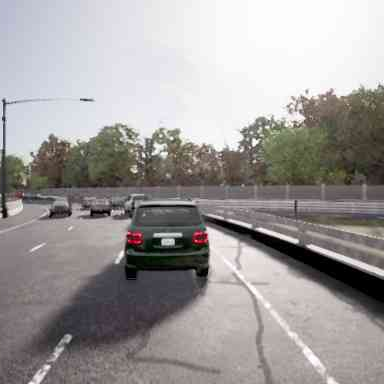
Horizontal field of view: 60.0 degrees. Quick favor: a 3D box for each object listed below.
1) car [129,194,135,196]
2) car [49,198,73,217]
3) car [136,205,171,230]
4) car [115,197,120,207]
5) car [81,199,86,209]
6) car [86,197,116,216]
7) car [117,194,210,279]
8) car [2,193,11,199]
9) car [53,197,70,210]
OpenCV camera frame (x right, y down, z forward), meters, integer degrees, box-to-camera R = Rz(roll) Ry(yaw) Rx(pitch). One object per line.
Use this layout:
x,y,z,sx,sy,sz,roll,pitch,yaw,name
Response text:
-5.333,1.216,32.618,2.150,2.045,5.566,0,0,-17,car
-12.231,1.523,31.188,1.812,1.442,4.674,0,0,-17,car
-2.662,1.595,22.045,1.895,1.301,4.718,0,0,-11,car
-10.273,1.483,45.447,2.128,1.511,4.902,0,0,-24,car
-13.587,1.595,44.313,1.895,1.301,4.718,0,0,-24,car
-8.852,1.487,32.071,2.128,1.511,4.902,0,0,-17,car
-0.781,1.220,10.255,2.150,2.045,5.566,0,0,-5,car
-47.435,1.338,82.222,5.008,1.535,1.882,0,0,36,car
-17.155,1.502,43.712,1.837,1.490,4.892,0,0,-24,car
